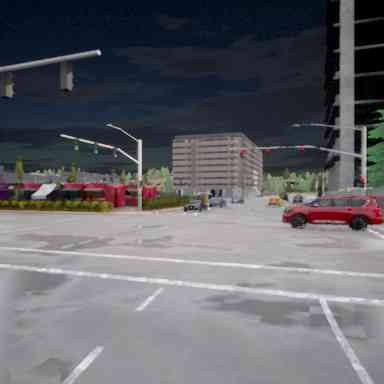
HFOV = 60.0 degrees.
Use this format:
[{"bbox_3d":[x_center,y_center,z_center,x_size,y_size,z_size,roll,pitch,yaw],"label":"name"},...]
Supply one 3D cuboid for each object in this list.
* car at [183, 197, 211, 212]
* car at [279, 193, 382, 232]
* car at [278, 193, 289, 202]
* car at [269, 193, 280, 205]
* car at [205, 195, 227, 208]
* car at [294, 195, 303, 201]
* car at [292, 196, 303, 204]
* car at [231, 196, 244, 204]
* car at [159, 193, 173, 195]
[{"bbox_3d":[0.477,1.568,38.924,1.994,1.385,4.181,0,0,17],"label":"car"},{"bbox_3d":[8.430,1.266,20.365,5.566,2.045,2.150,0,0,19],"label":"car"},{"bbox_3d":[21.643,1.233,78.841,2.150,2.045,5.566,0,0,19],"label":"car"},{"bbox_3d":[14.400,1.483,57.375,1.882,1.535,5.008,0,0,19],"label":"car"},{"bbox_3d":[3.776,1.510,48.486,1.837,1.490,4.892,0,0,19],"label":"car"},{"bbox_3d":[24.805,1.376,77.270,2.033,1.411,5.357,0,0,19],"label":"car"},{"bbox_3d":[21.483,1.523,67.550,2.128,1.511,4.902,0,0,19],"label":"car"},{"bbox_3d":[8.571,1.498,62.394,2.128,1.511,4.902,0,0,19],"label":"car"},{"bbox_3d":[-7.866,1.216,81.499,4.605,1.855,1.932,0,0,19],"label":"car"}]
